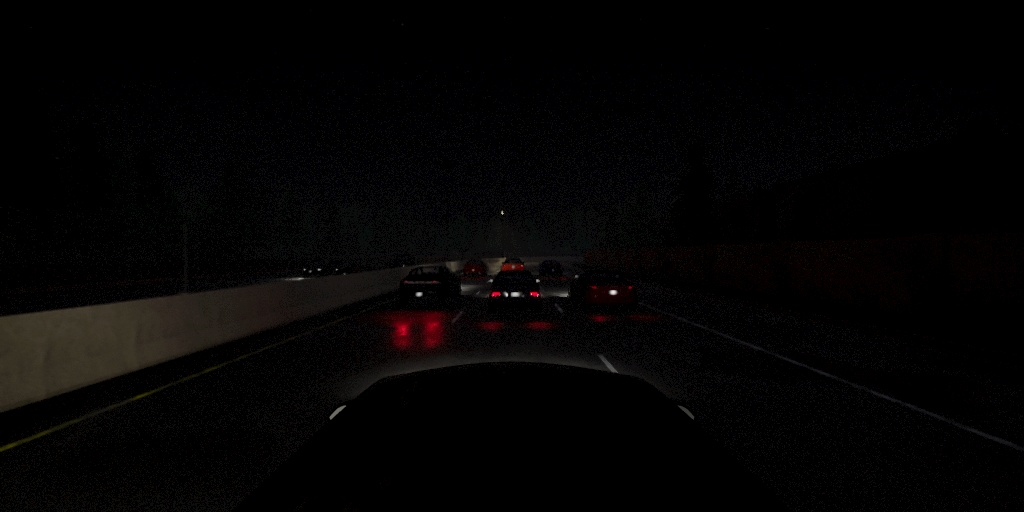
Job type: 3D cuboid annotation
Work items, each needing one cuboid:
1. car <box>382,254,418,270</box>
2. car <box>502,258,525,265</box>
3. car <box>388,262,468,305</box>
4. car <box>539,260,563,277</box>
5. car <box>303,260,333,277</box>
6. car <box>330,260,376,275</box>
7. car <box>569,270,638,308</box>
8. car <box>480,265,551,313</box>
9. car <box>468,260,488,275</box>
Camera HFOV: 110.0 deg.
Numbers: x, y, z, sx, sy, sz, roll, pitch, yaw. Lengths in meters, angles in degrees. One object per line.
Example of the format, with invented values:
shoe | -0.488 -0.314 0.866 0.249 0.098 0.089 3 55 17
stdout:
car | -10.591 0.817 34.609 2.150 2.045 5.566 0 1 0
car | 0.105 0.957 33.148 2.097 1.767 4.553 0 0 0
car | -3.398 1.178 15.554 2.128 1.511 4.902 0 0 0
car | 3.604 1.079 33.864 1.882 1.535 5.008 0 0 0
car | -17.589 1.109 33.708 1.837 1.490 4.892 0 0 0
car | -14.093 1.209 32.481 1.895 1.301 4.718 0 0 0
car | 3.602 1.254 14.759 1.994 1.385 4.181 0 0 0
car | 0.102 1.242 13.751 2.033 1.411 5.357 0 0 0
car | -3.395 1.079 33.851 1.882 1.535 5.008 0 0 0
